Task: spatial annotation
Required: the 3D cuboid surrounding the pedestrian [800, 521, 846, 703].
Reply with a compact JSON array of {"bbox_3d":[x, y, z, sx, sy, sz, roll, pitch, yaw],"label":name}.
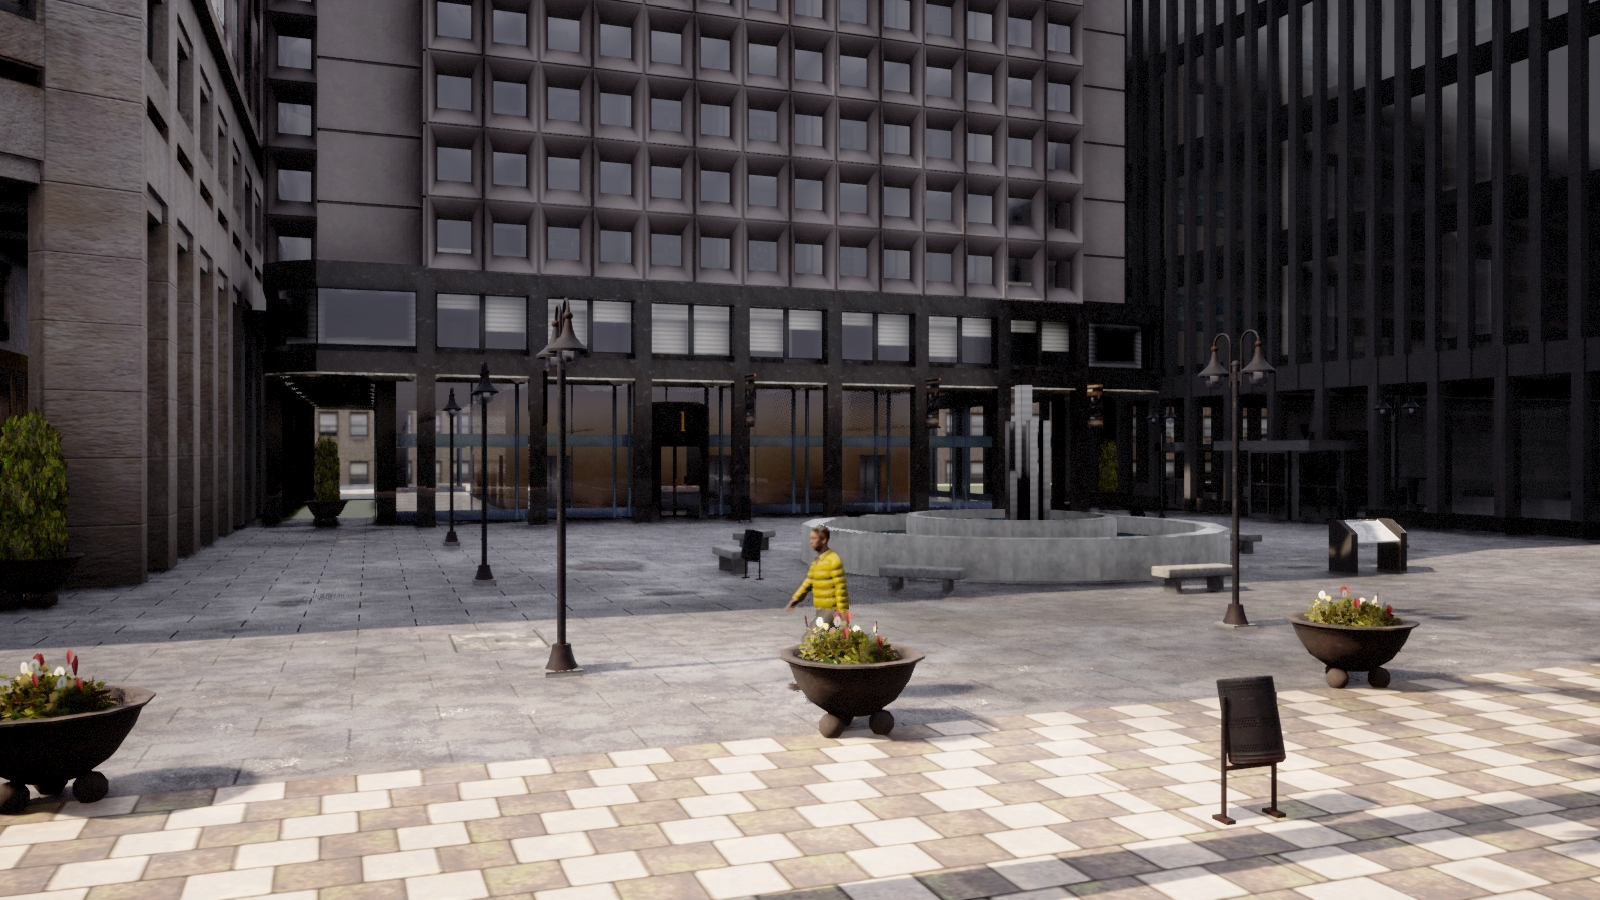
[{"bbox_3d":[0.241,1.702,12.112,0.375,1.860,0.375,0,0,-20],"label":"pedestrian"}]
